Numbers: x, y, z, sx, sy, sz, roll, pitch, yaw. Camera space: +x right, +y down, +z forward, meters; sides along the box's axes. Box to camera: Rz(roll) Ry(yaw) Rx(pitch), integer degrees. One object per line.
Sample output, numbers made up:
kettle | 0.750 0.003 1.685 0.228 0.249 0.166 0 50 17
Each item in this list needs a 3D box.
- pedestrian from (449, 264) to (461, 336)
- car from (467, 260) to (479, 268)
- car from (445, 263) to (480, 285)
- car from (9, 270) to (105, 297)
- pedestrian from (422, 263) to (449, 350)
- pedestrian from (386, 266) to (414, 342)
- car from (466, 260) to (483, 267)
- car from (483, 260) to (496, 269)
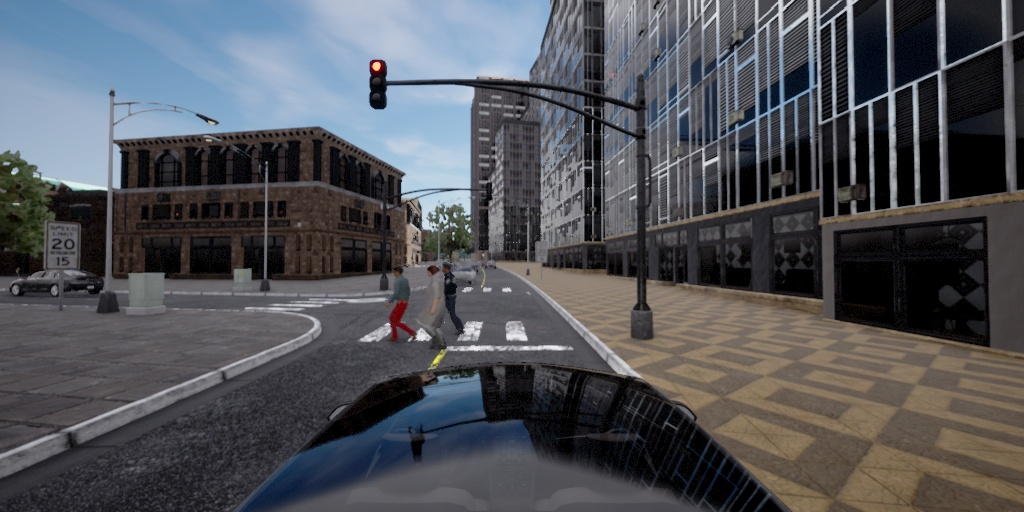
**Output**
pedestrian | -1.580 1.057 9.045 0.375 1.860 0.375 1 -1 -1
car | -6.875 1.404 62.952 1.994 1.385 4.181 0 0 -7
car | -3.704 1.390 26.532 1.895 1.301 4.718 0 0 -1
car | -24.233 1.412 19.121 4.403 1.370 2.007 0 0 9
pedestrian | -1.637 1.054 7.661 0.375 1.860 0.375 1 -1 -1
pedestrian | -2.579 1.054 8.286 0.375 1.860 0.375 1 -1 -1
car | -4.780 1.360 42.589 2.033 1.411 5.357 0 0 -5
car | -3.575 1.386 58.769 2.033 1.411 5.357 0 0 -7
